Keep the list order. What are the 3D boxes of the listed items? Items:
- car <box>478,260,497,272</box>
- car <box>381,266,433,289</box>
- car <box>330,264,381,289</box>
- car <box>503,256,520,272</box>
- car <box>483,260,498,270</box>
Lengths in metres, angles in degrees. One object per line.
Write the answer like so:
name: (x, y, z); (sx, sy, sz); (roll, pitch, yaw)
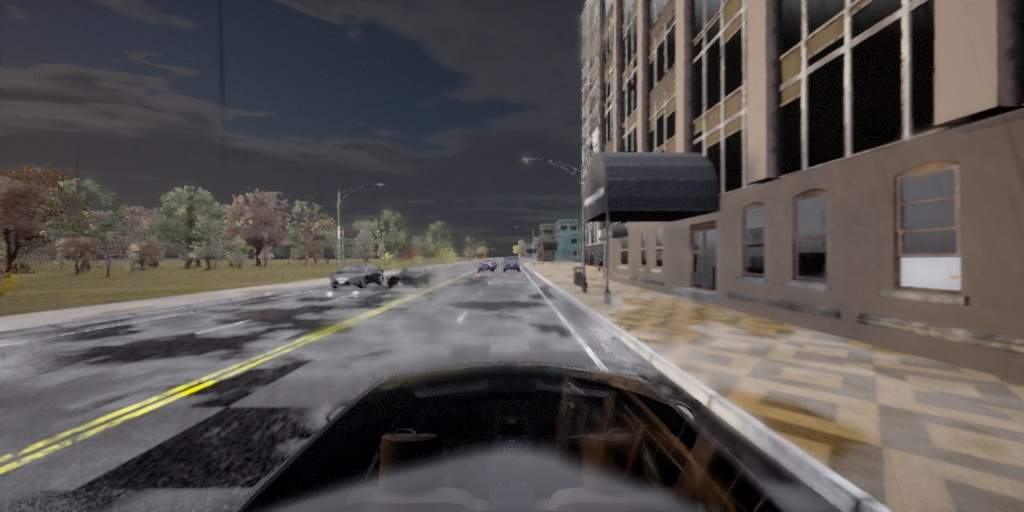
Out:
car: (-3.283, 1.279, 45.807); (1.812, 1.442, 4.674); (0, 0, 0)
car: (-6.520, 1.354, 23.227); (1.895, 1.301, 4.718); (0, 0, 0)
car: (-9.773, 1.247, 23.052); (2.128, 1.511, 4.902); (0, 0, 0)
car: (-0.033, 1.105, 45.780); (2.097, 1.767, 4.553); (0, 0, 0)
car: (-3.289, 1.300, 55.905); (2.033, 1.411, 5.357); (0, 0, 0)
